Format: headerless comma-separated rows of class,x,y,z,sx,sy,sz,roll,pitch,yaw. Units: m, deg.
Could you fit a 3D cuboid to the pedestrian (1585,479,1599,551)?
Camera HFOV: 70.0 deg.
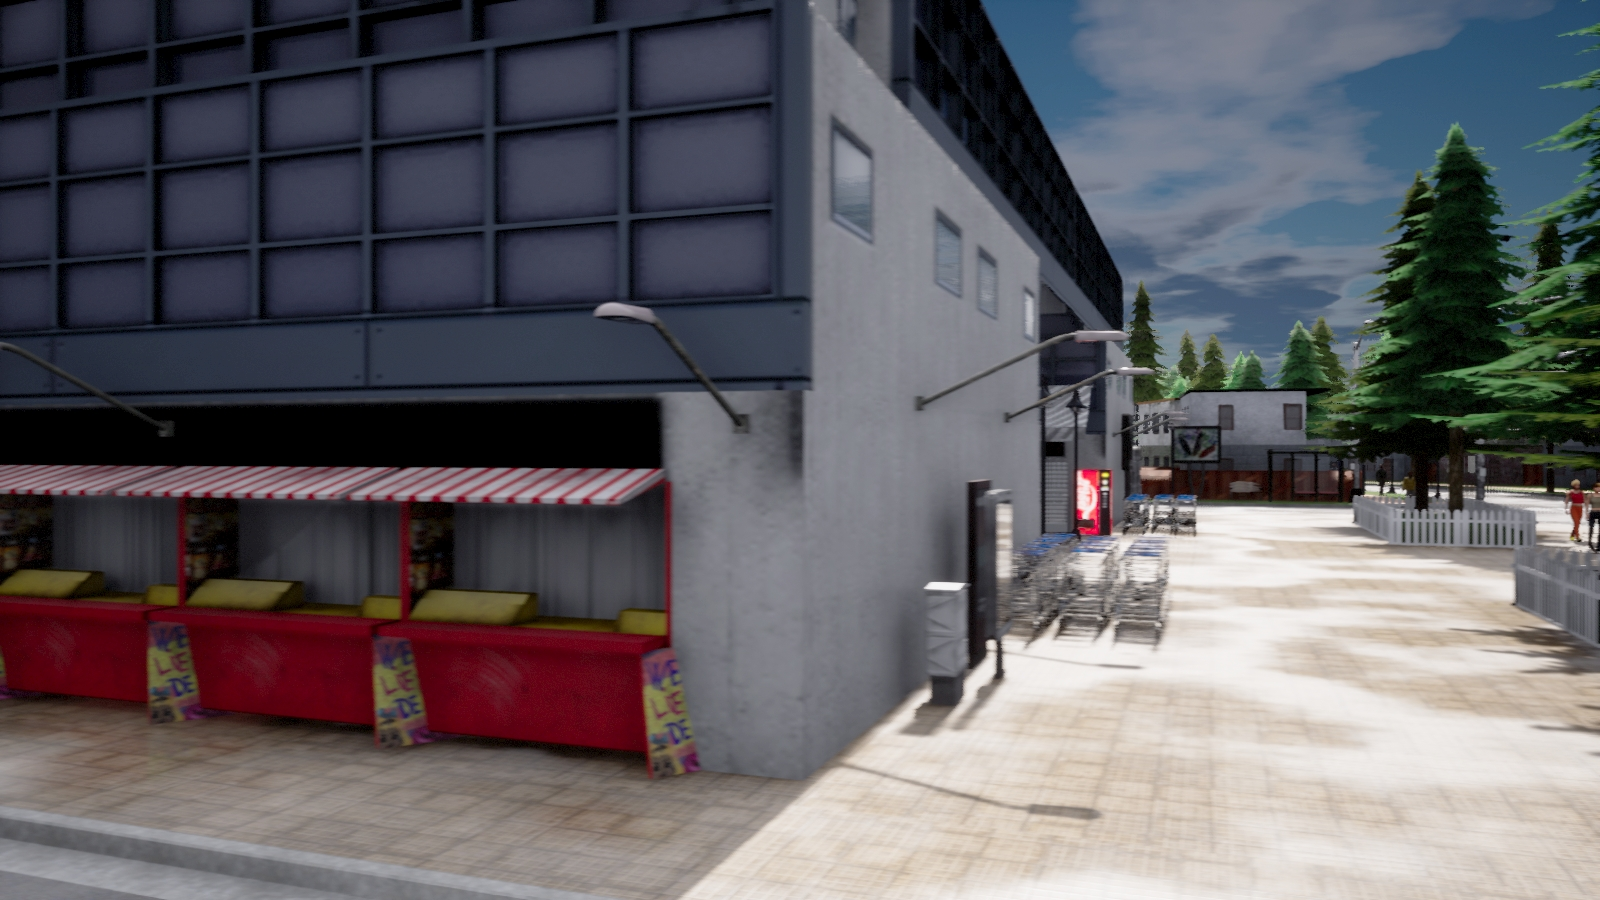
pedestrian,20.829,1.687,29.909,0.375,1.860,0.375,0,0,23

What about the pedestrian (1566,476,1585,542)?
pedestrian,22.319,1.688,32.898,0.375,1.860,0.375,0,0,21

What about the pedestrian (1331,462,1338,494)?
pedestrian,31.902,1.657,68.195,0.375,1.860,0.375,0,0,22

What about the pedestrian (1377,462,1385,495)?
pedestrian,33.871,1.658,66.574,0.375,1.860,0.375,0,0,18

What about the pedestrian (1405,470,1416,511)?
pedestrian,27.613,1.828,51.663,0.375,1.860,0.375,0,0,21
